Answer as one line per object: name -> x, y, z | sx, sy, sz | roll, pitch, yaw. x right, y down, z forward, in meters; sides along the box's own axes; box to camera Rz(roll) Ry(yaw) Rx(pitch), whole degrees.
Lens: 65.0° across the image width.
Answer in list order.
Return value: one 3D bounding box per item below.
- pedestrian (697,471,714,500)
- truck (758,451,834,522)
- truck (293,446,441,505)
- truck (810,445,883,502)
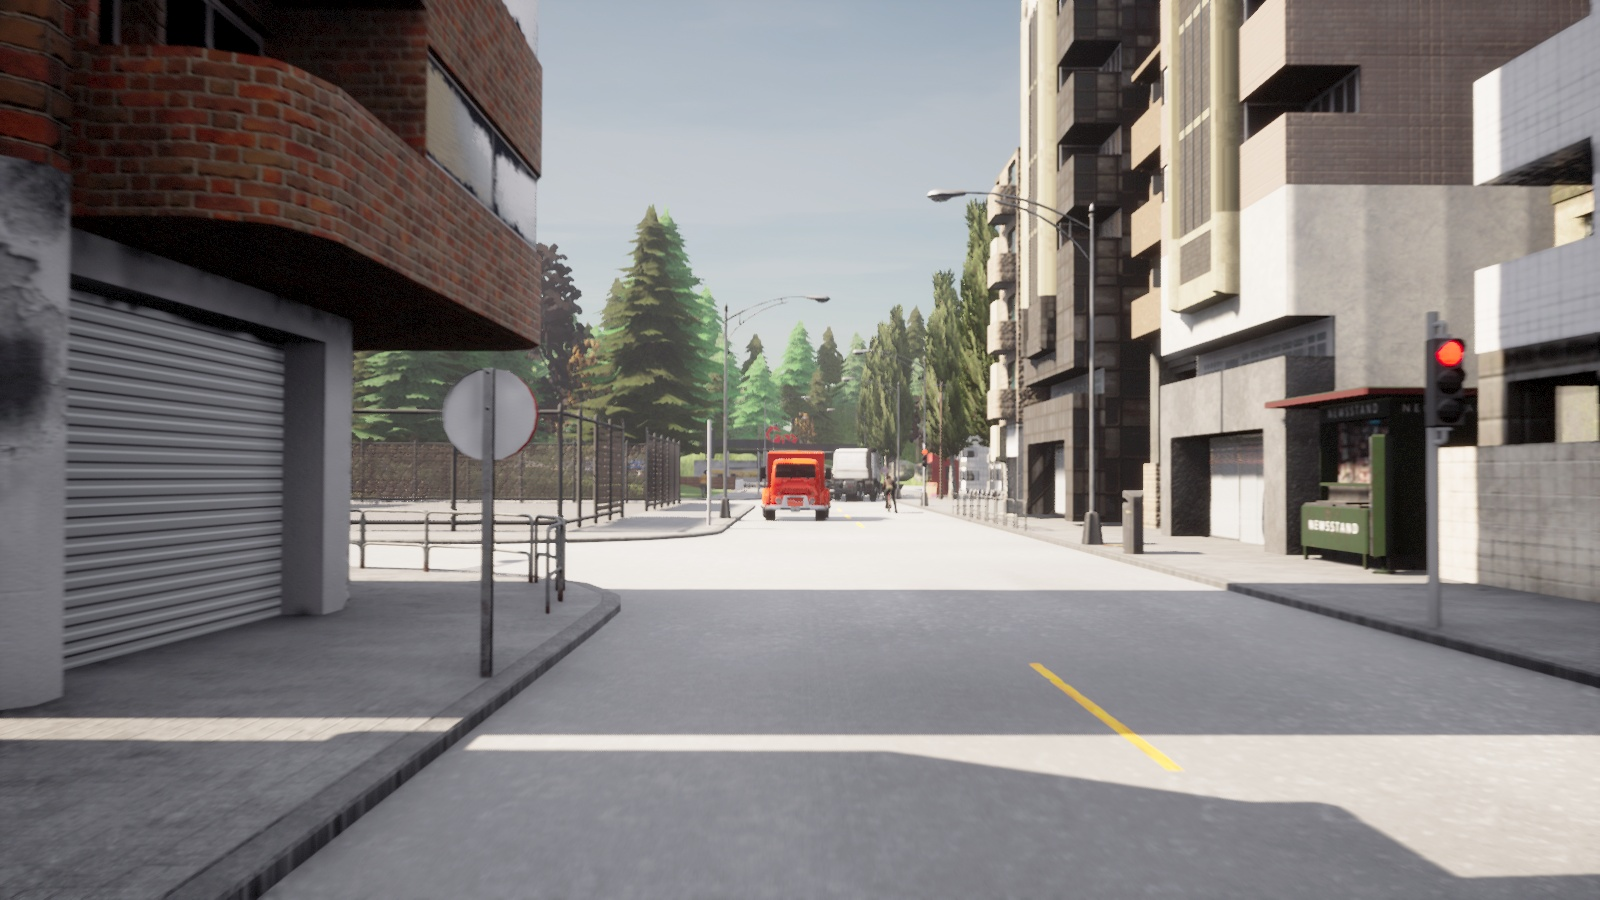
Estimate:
pedestrian -> -6.131, 2.280, 81.594 | 0.874, 1.855, 0.900 | -1, -1, 17
truck -> -0.145, 1.314, 46.295 | 2.627, 2.467, 5.204 | 0, -1, 0
truck -> -25.975, 1.542, 75.619 | 7.936, 3.462, 2.891 | 0, -1, 0
truck -> 3.062, 1.526, 80.418 | 2.891, 3.462, 7.936 | -1, -1, 16
